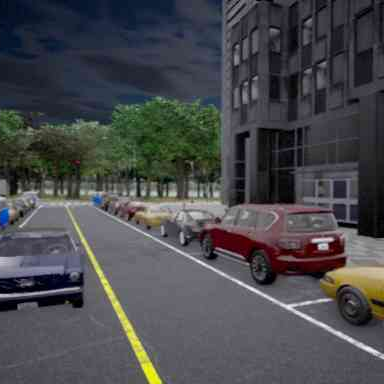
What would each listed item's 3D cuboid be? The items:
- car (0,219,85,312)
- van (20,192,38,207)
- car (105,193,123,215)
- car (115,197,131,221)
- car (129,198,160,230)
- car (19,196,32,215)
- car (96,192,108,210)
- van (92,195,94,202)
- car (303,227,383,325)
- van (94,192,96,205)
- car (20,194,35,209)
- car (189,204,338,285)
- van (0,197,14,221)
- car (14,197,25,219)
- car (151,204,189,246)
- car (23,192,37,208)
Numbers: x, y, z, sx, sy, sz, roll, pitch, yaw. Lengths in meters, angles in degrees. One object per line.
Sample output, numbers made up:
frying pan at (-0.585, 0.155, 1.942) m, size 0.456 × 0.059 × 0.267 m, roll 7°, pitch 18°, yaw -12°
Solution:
car at (-3.490, 1.514, 7.438) m, size 1.895 × 1.301 × 4.718 m, roll 0°, pitch 1°, yaw -22°
van at (-20.243, 0.872, 41.476) m, size 1.690 × 1.788 × 3.998 m, roll 0°, pitch 1°, yaw -22°
car at (-6.222, 1.139, 29.553) m, size 1.967 × 1.590 × 4.097 m, roll 0°, pitch 1°, yaw -22°
car at (-4.183, 1.298, 24.514) m, size 1.887 × 1.381 × 4.507 m, roll 0°, pitch 1°, yaw -22°
car at (-2.207, 1.332, 19.631) m, size 1.752 × 1.417 × 4.829 m, roll 0°, pitch 1°, yaw -22°
car at (-14.125, 1.259, 26.357) m, size 1.947 × 1.339 × 4.313 m, roll 0°, pitch 1°, yaw -22°
car at (-8.261, 0.960, 34.593) m, size 2.192 × 1.841 × 5.009 m, roll 0°, pitch 1°, yaw -22°
van at (-12.340, 0.878, 44.674) m, size 1.690 × 1.788 × 3.998 m, roll 0°, pitch 1°, yaw -22°
car at (3.911, 1.499, 4.510) m, size 1.752 × 1.417 × 4.829 m, roll 0°, pitch 1°, yaw -22°
van at (-10.301, 0.932, 39.633) m, size 1.690 × 1.788 × 3.998 m, roll 0°, pitch 1°, yaw -22°
car at (-16.101, 1.166, 31.240) m, size 1.752 × 1.417 × 4.829 m, roll 0°, pitch 1°, yaw -22°
car at (1.936, 1.235, 9.391) m, size 2.192 × 1.841 × 5.009 m, roll 0°, pitch 1°, yaw -22°
van at (-10.046, 1.144, 16.274) m, size 1.690 × 1.788 × 3.998 m, roll 0°, pitch 1°, yaw -22°
car at (-12.022, 1.275, 21.159) m, size 1.752 × 1.417 × 4.829 m, roll 0°, pitch 1°, yaw -22°
car at (-0.104, 1.415, 14.433) m, size 2.008 × 1.369 × 4.403 m, roll 0°, pitch 1°, yaw -22°
car at (-18.204, 1.025, 36.437) m, size 1.967 × 1.590 × 4.097 m, roll 0°, pitch 1°, yaw -22°
